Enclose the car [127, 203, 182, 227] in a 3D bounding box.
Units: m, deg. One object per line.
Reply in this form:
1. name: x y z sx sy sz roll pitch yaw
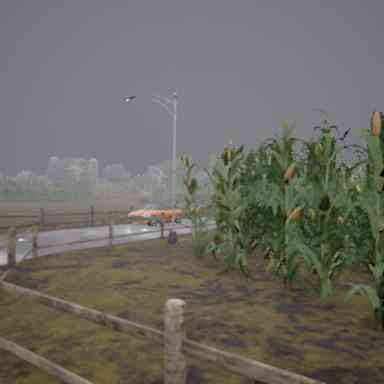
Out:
1. car: -2.769 1.616 25.384 2.097 1.767 4.553 1 0 35
